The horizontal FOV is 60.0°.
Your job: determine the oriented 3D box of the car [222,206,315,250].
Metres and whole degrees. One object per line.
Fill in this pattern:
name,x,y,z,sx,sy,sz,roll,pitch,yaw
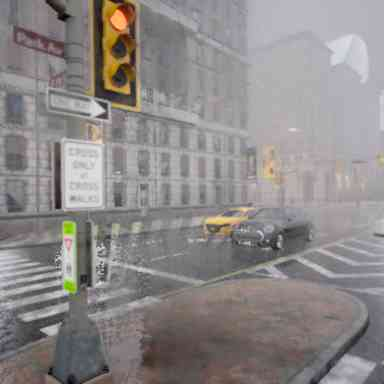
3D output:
car,3.714,1.465,14.987,2.097,1.767,4.553,-2,-1,43

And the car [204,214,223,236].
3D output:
car,2.763,1.652,19.108,1.882,1.535,5.008,-2,-1,43
